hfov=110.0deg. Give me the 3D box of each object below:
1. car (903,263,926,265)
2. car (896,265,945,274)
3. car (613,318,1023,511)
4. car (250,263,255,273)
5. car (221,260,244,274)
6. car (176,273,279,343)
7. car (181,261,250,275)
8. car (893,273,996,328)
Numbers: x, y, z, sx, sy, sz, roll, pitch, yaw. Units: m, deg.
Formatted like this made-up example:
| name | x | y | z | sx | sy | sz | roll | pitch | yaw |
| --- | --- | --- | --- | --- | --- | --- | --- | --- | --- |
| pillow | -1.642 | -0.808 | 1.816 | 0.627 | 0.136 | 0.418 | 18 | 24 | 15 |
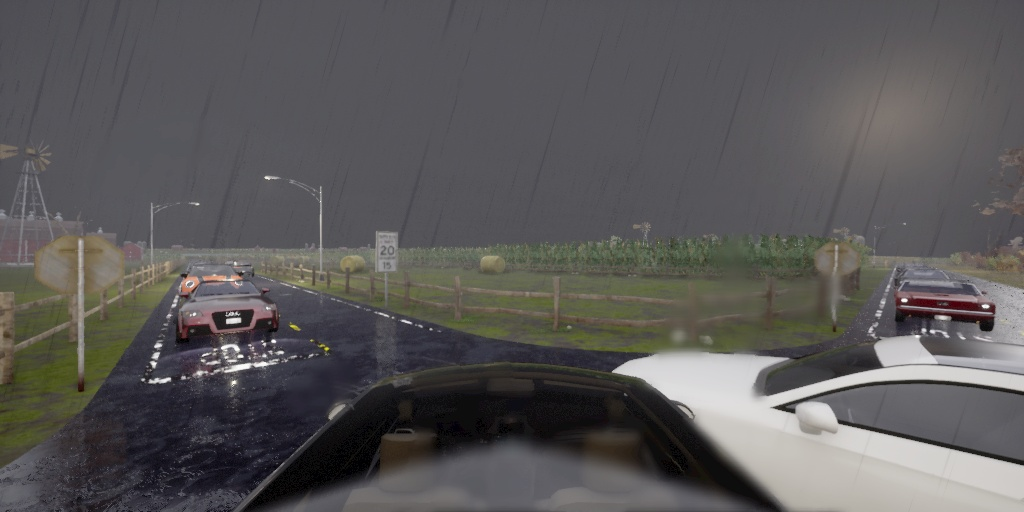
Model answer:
| name | x | y | z | sx | sy | sz | roll | pitch | yaw |
| --- | --- | --- | --- | --- | --- | --- | --- | --- | --- |
| car | 27.371 | 1.393 | 24.219 | 4.181 | 1.385 | 1.994 | 0 | 1 | -43 |
| car | 20.610 | 1.357 | 17.970 | 5.357 | 1.411 | 2.033 | 0 | 1 | -43 |
| car | 2.840 | 1.294 | 2.360 | 1.812 | 1.442 | 4.674 | 0 | 1 | -44 |
| car | -26.951 | 1.274 | 35.686 | 2.128 | 1.511 | 4.902 | 0 | 0 | -41 |
| car | -33.665 | 1.293 | 43.150 | 1.837 | 1.490 | 4.892 | 0 | 0 | -41 |
| car | -7.932 | 1.353 | 9.957 | 1.994 | 1.385 | 4.181 | 0 | 0 | -42 |
| car | -13.703 | 1.136 | 16.445 | 2.097 | 1.767 | 4.553 | 0 | 0 | -42 |
| car | 13.527 | 1.395 | 11.413 | 4.718 | 1.301 | 1.895 | 0 | 1 | -43 |
